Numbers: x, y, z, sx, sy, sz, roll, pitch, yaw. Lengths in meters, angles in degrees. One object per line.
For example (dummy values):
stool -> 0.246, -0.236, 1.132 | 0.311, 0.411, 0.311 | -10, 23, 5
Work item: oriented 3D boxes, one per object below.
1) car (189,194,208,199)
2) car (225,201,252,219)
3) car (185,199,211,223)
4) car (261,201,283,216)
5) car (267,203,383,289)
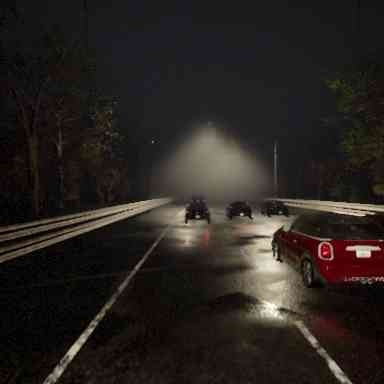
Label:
car -> 0.806, 1.233, 42.958 | 2.150, 2.045, 5.566 | 0, 0, 1
car -> 3.994, 1.516, 28.751 | 1.837, 1.490, 4.892 | 0, 0, 1
car -> 0.429, 1.534, 25.221 | 1.812, 1.442, 4.674 | 0, 0, 1
car -> 7.513, 1.540, 30.372 | 1.812, 1.442, 4.674 | 0, 0, 1
car -> 3.719, 1.358, 9.299 | 2.097, 1.767, 4.553 | 0, 0, 0
